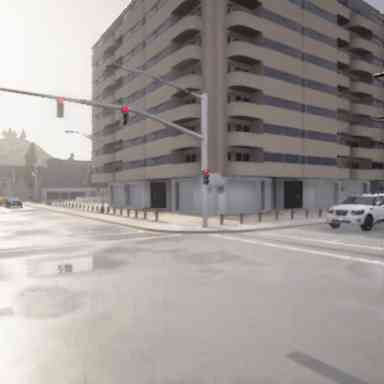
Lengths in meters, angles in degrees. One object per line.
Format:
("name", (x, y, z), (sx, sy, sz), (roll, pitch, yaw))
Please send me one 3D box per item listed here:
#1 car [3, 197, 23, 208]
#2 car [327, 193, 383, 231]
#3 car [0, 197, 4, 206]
("car", (-25.962, 1.545, 48.591), (1.812, 1.442, 4.674), (0, 0, -35))
("car", (10.460, 1.117, 19.999), (5.566, 2.045, 2.150), (0, 0, -36))
("car", (-31.264, 1.500, 56.284), (1.882, 1.535, 5.008), (0, 0, -35))
